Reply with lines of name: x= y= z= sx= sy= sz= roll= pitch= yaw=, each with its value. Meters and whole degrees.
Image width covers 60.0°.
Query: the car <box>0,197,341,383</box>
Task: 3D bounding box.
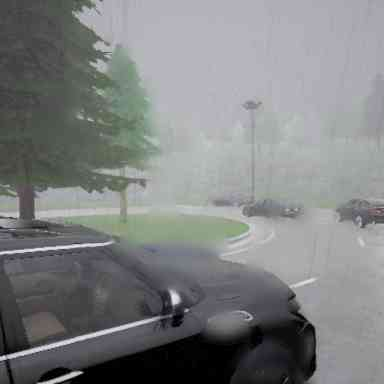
car: x=-1.421 y=1.216 z=2.558 sx=5.566 sy=2.045 sz=2.150 roll=-2 pitch=1 yaw=-36

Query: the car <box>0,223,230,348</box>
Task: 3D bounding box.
car: x=-1.654 y=1.537 z=6.701 sx=4.718 sy=1.301 sz=1.895 roll=-2 pitch=1 yaw=-35

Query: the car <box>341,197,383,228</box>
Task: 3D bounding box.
car: x=9.440 y=1.063 z=18.163 sx=1.837 sy=1.490 sz=4.892 roll=1 pitch=1 yaw=3

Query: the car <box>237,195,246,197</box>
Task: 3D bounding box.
car: x=5.423 y=1.118 z=22.617 sx=2.033 sy=1.411 sz=5.357 roll=-1 pitch=1 yaw=-21

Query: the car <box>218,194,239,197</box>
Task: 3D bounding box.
car: x=3.668 y=0.921 z=34.674 sx=4.902 sy=1.511 sz=2.128 roll=-1 pitch=1 yaw=32
